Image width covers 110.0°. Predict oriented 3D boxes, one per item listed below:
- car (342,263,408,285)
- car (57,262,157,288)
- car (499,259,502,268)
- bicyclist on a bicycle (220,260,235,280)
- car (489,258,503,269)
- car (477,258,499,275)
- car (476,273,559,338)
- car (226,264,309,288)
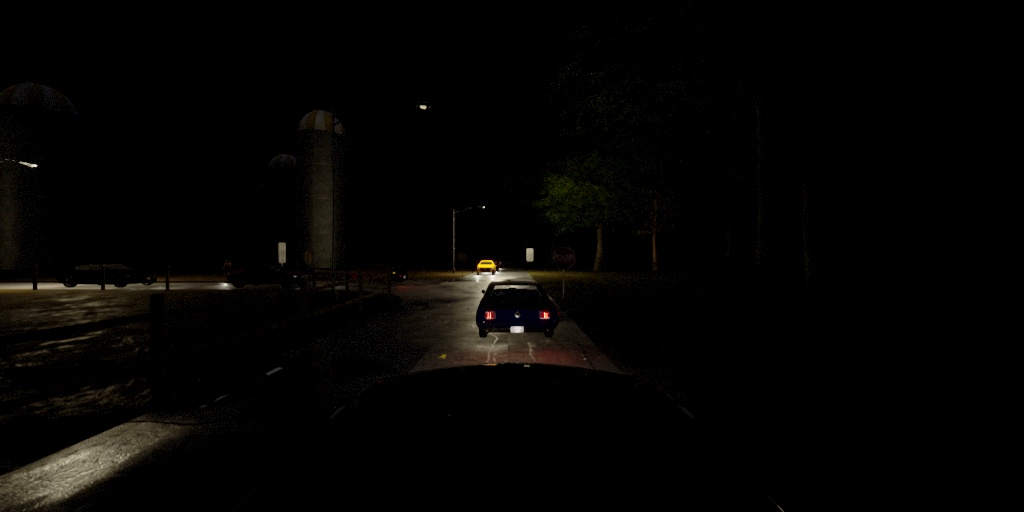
[{"bbox_3d":[-9.618,1.241,25.223,4.674,1.442,1.812,0,0,15],"label":"car"},{"bbox_3d":[-25.541,1.165,22.726,5.008,1.535,1.882,0,0,0],"label":"car"},{"bbox_3d":[-2.823,1.308,50.340,2.128,1.511,4.902,0,0,0],"label":"car"},{"bbox_3d":[-22.734,1.132,28.723,0.582,1.620,1.656,0,0,0],"label":"bicyclist on a bicycle"},{"bbox_3d":[-2.776,1.242,62.503,2.097,1.767,4.553,0,0,0],"label":"car"},{"bbox_3d":[-2.836,1.253,40.313,1.882,1.535,5.008,0,0,0],"label":"car"},{"bbox_3d":[0.060,1.349,10.201,1.895,1.301,4.718,0,0,-2],"label":"car"},{"bbox_3d":[-15.495,1.237,22.844,4.674,1.442,1.812,0,0,-2],"label":"car"}]
